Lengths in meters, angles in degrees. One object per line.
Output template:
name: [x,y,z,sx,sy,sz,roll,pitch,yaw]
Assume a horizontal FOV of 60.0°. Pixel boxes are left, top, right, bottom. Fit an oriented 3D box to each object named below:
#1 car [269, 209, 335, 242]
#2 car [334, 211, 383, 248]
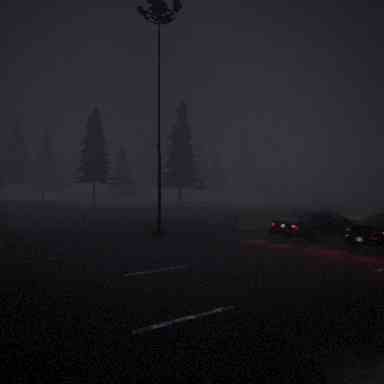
car: [6.222,1.563,16.230,5.357,1.411,2.033,0,0,-31]
car: [8.034,1.533,13.235,4.674,1.442,1.812,0,0,-31]
